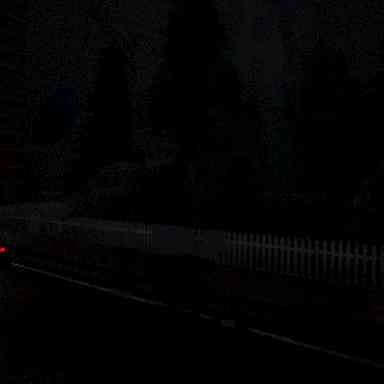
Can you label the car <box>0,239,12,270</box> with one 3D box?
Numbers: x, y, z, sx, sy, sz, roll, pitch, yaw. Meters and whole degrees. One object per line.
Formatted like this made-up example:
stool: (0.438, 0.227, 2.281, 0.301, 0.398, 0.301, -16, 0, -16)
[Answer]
car: (-6.878, 1.403, 8.855, 5.357, 1.411, 2.033, 1, 1, 36)
